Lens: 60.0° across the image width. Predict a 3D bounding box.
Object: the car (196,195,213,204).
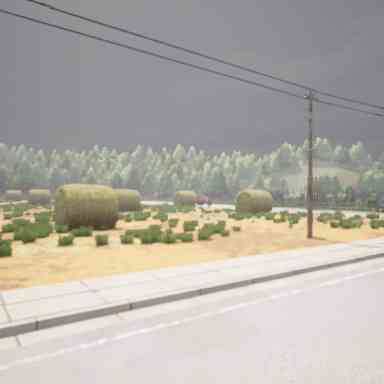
[{"bbox_3d":[1.778,1.600,64.743,2.150,2.045,5.566,1,-1,-32],"label":"car"}]
